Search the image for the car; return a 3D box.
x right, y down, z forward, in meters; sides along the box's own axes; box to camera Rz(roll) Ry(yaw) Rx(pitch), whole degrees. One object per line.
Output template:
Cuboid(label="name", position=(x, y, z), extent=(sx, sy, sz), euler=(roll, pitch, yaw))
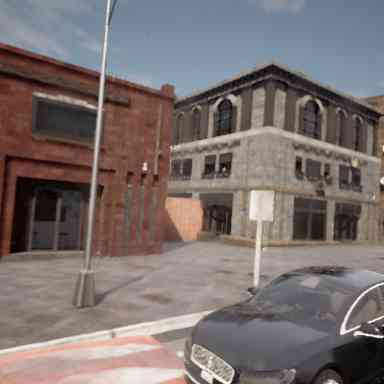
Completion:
Cuboid(label="car", position=(2.156, 2.009, 5.204), extent=(4.892, 1.490, 1.837), euler=(5, -3, -35))
